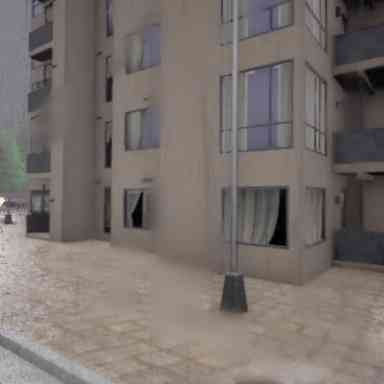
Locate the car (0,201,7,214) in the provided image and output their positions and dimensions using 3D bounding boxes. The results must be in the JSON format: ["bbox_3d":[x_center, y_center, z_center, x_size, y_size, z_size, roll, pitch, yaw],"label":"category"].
[{"bbox_3d":[-20.105,1.659,31.042,1.882,1.535,5.008,0,-1,7],"label":"car"}]

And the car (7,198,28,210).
[{"bbox_3d":[-26.407,1.621,50.181,4.553,1.767,2.097,3,1,31],"label":"car"}]
